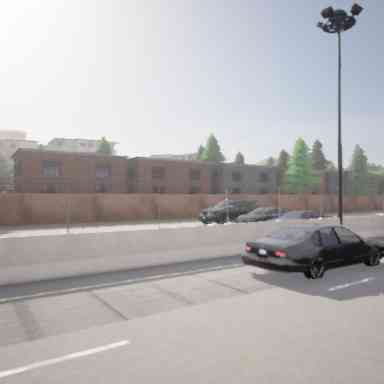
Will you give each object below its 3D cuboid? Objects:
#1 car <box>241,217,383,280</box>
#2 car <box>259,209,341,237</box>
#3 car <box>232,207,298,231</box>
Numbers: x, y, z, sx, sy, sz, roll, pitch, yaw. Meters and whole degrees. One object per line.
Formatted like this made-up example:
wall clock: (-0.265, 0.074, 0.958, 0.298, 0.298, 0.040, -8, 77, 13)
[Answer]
car: (4.030, 1.716, 10.547, 5.357, 1.411, 2.033, 1, -1, -34)
car: (6.946, 1.881, 21.170, 5.357, 1.411, 2.033, 1, -1, -34)
car: (5.398, 1.888, 24.343, 4.892, 1.490, 1.837, 1, -1, -34)
